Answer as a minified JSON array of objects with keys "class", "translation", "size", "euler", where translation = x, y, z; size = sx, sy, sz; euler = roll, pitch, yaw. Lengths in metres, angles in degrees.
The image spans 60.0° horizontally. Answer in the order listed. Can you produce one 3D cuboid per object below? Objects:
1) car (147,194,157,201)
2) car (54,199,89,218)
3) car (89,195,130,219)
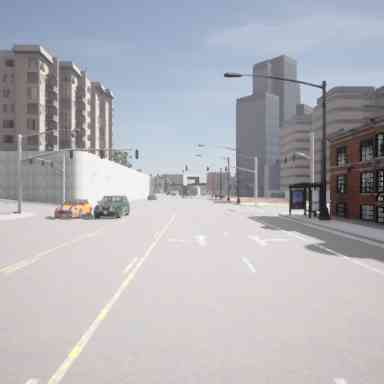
[{"class":"car","translation":[-10.500,1.344,87.238],"size":[2.097,1.767,4.553],"euler":[0,0,0]},{"class":"car","translation":[-10.500,1.402,29.680],"size":[2.097,1.767,4.553],"euler":[0,0,0]},{"class":"car","translation":[-7.000,1.325,29.620],"size":[2.150,2.045,5.566],"euler":[0,0,0]}]
